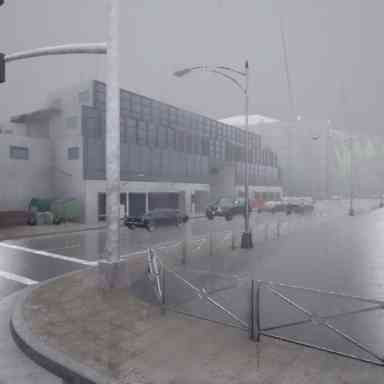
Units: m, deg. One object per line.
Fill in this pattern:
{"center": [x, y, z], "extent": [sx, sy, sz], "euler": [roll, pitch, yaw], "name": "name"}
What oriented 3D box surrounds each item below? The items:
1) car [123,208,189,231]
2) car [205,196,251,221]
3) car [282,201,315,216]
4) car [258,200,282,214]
{"center": [-2.303, 1.777, 22.153], "extent": [1.895, 1.301, 4.718], "euler": [0, 0, 35], "name": "car"}
{"center": [3.427, 1.398, 30.183], "extent": [2.150, 2.045, 5.566], "euler": [0, 0, 36], "name": "car"}
{"center": [11.484, 1.681, 35.113], "extent": [1.837, 1.490, 4.892], "euler": [0, 0, 35], "name": "car"}
{"center": [9.201, 1.702, 38.256], "extent": [1.812, 1.442, 4.674], "euler": [0, 0, 36], "name": "car"}
